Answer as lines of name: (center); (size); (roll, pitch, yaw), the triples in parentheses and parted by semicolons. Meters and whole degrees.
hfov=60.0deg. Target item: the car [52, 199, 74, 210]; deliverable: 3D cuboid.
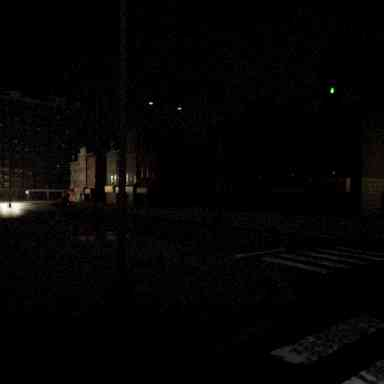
car: (-17.865, 1.658, 46.093); (2.033, 1.411, 5.357); (1, 0, -35)
